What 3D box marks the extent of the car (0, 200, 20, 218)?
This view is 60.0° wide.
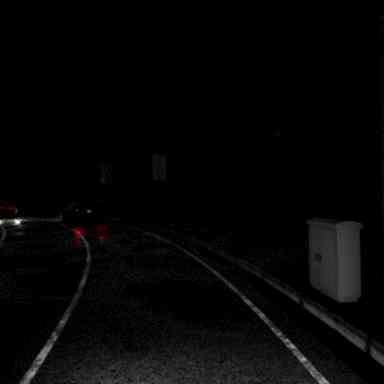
[{"bbox_3d":[-17.003,1.451,29.183,5.008,1.535,1.882,0,-1,42],"label":"car"}]

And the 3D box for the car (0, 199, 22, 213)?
[{"bbox_3d":[-20.940,1.552,36.724,4.181,1.385,1.994,0,-1,33],"label":"car"}]

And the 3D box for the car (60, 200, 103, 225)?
[{"bbox_3d":[-8.306,1.371,24.746,2.097,1.767,4.553,0,0,-34],"label":"car"}]
